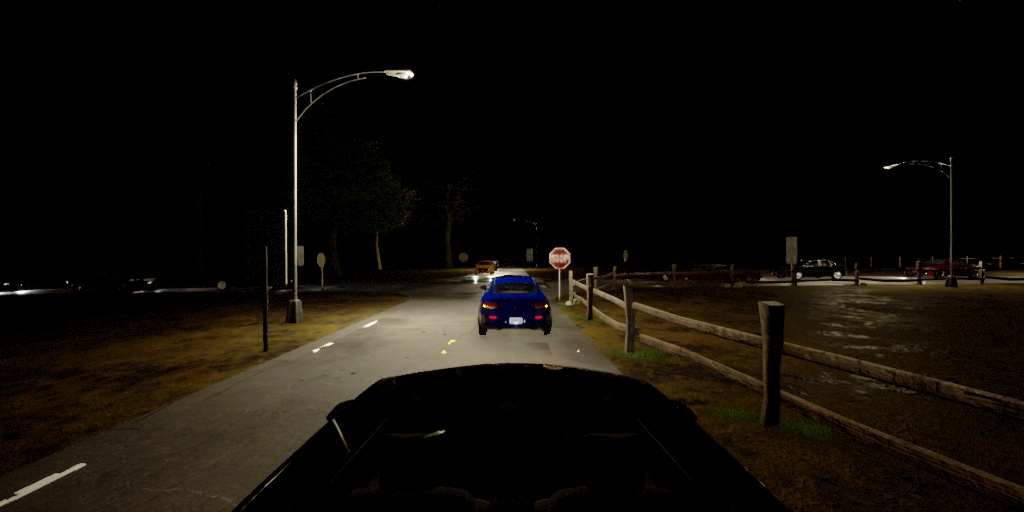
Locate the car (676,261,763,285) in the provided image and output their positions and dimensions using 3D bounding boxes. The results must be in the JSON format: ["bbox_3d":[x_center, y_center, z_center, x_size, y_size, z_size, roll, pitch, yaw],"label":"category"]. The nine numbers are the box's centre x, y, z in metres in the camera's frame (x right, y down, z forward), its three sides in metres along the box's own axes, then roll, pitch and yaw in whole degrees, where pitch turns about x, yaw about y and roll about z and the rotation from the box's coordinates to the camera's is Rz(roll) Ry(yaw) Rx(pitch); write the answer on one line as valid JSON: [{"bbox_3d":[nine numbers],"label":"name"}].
[{"bbox_3d":[13.944,1.208,24.034,4.718,1.301,1.895,-1,1,1],"label":"car"}]

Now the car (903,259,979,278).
[{"bbox_3d":[32.178,0.921,26.904,4.181,1.385,1.994,-1,1,-1],"label":"car"}]

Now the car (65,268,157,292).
[{"bbox_3d":[-26.839,1.560,24.130,4.902,1.511,2.128,-1,1,0],"label":"car"}]

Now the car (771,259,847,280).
[{"bbox_3d":[22.252,0.980,26.927,4.892,1.490,1.837,-1,1,0],"label":"car"}]

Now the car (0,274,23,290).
[{"bbox_3d":[-36.017,1.736,24.171,4.181,1.385,1.994,-1,1,1],"label":"car"}]

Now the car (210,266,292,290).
[{"bbox_3d":[-17.338,1.440,24.131,5.008,1.535,1.882,-1,1,0],"label":"car"}]

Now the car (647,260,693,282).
[{"bbox_3d":[12.730,1.065,26.919,5.008,1.535,1.882,-1,1,-1],"label":"car"}]

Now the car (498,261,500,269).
[{"bbox_3d":[-2.972,1.362,50.408,2.033,1.411,5.357,0,0,0],"label":"car"}]

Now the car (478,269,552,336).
[{"bbox_3d":[0.045,1.279,10.350,1.812,1.442,4.674,0,0,-1],"label":"car"}]

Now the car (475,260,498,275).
[{"bbox_3d":[-2.982,1.264,39.872,1.882,1.535,5.008,0,0,1],"label":"car"}]
